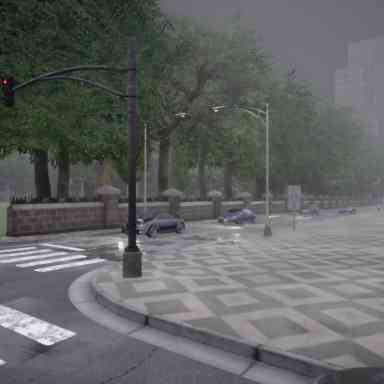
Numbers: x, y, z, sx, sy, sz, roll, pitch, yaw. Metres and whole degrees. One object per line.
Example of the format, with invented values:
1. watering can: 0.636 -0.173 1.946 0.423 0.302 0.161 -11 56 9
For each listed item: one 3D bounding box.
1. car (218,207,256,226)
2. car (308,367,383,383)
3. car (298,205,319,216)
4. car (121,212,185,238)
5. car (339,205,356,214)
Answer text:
1. car: 4.085 2.093 29.107 1.812 1.442 4.674 0 -1 35
2. car: 2.475 1.551 1.202 4.403 1.369 2.008 0 0 35
3. car: 16.303 2.505 46.328 2.128 1.511 4.902 0 -1 35
4. car: -2.246 1.904 20.102 1.994 1.385 4.181 0 -1 36
5. car: 24.874 2.781 53.085 2.033 1.411 5.357 0 -1 34
